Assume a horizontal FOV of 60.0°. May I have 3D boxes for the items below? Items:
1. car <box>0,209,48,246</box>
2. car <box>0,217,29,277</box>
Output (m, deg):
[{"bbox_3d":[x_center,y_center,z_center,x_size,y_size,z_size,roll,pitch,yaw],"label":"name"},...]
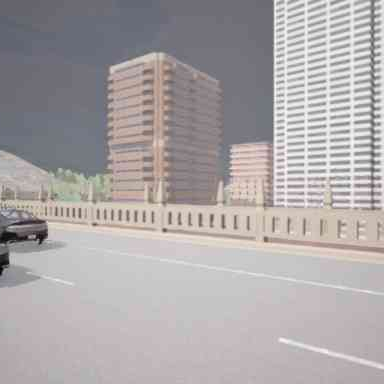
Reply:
[{"bbox_3d":[-8.045,1.492,14.038,4.902,1.511,2.128,0,0,36],"label":"car"},{"bbox_3d":[-6.723,1.492,8.794,4.902,1.511,2.128,0,0,36],"label":"car"}]
